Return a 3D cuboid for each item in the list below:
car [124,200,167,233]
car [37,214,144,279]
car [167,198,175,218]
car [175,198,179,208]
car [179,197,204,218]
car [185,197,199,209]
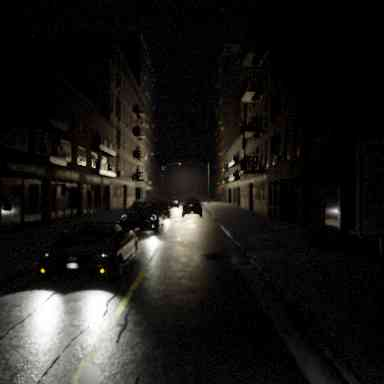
[{"bbox_3d":[-2.837,1.350,19.622,2.097,1.767,4.553,0,0,0],"label":"car"},{"bbox_3d":[-2.836,1.563,9.892,1.994,1.385,4.181,0,0,0],"label":"car"},{"bbox_3d":[-2.792,1.501,29.970,1.837,1.490,4.892,0,0,0],"label":"car"},{"bbox_3d":[-2.739,1.554,47.592,2.033,1.411,5.357,0,0,0],"label":"car"},{"bbox_3d":[0.020,1.500,30.602,1.837,1.490,4.892,0,0,0],"label":"car"},{"bbox_3d":[0.065,1.504,45.316,1.837,1.490,4.892,0,0,0],"label":"car"}]
